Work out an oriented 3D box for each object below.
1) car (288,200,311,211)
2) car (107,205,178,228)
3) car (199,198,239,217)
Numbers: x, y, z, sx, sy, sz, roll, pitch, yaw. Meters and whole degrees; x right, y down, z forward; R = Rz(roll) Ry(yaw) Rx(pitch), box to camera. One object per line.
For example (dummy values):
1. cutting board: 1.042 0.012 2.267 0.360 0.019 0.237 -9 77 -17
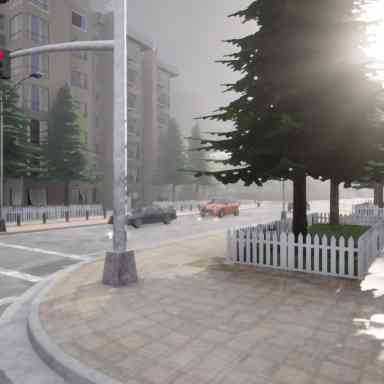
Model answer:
1. car: 12.834 1.541 39.893 1.812 1.442 4.674 0 0 32
2. car: -3.135 1.563 22.479 2.033 1.411 5.357 0 0 34
3. car: 2.586 1.367 31.021 2.097 1.767 4.553 0 0 34
